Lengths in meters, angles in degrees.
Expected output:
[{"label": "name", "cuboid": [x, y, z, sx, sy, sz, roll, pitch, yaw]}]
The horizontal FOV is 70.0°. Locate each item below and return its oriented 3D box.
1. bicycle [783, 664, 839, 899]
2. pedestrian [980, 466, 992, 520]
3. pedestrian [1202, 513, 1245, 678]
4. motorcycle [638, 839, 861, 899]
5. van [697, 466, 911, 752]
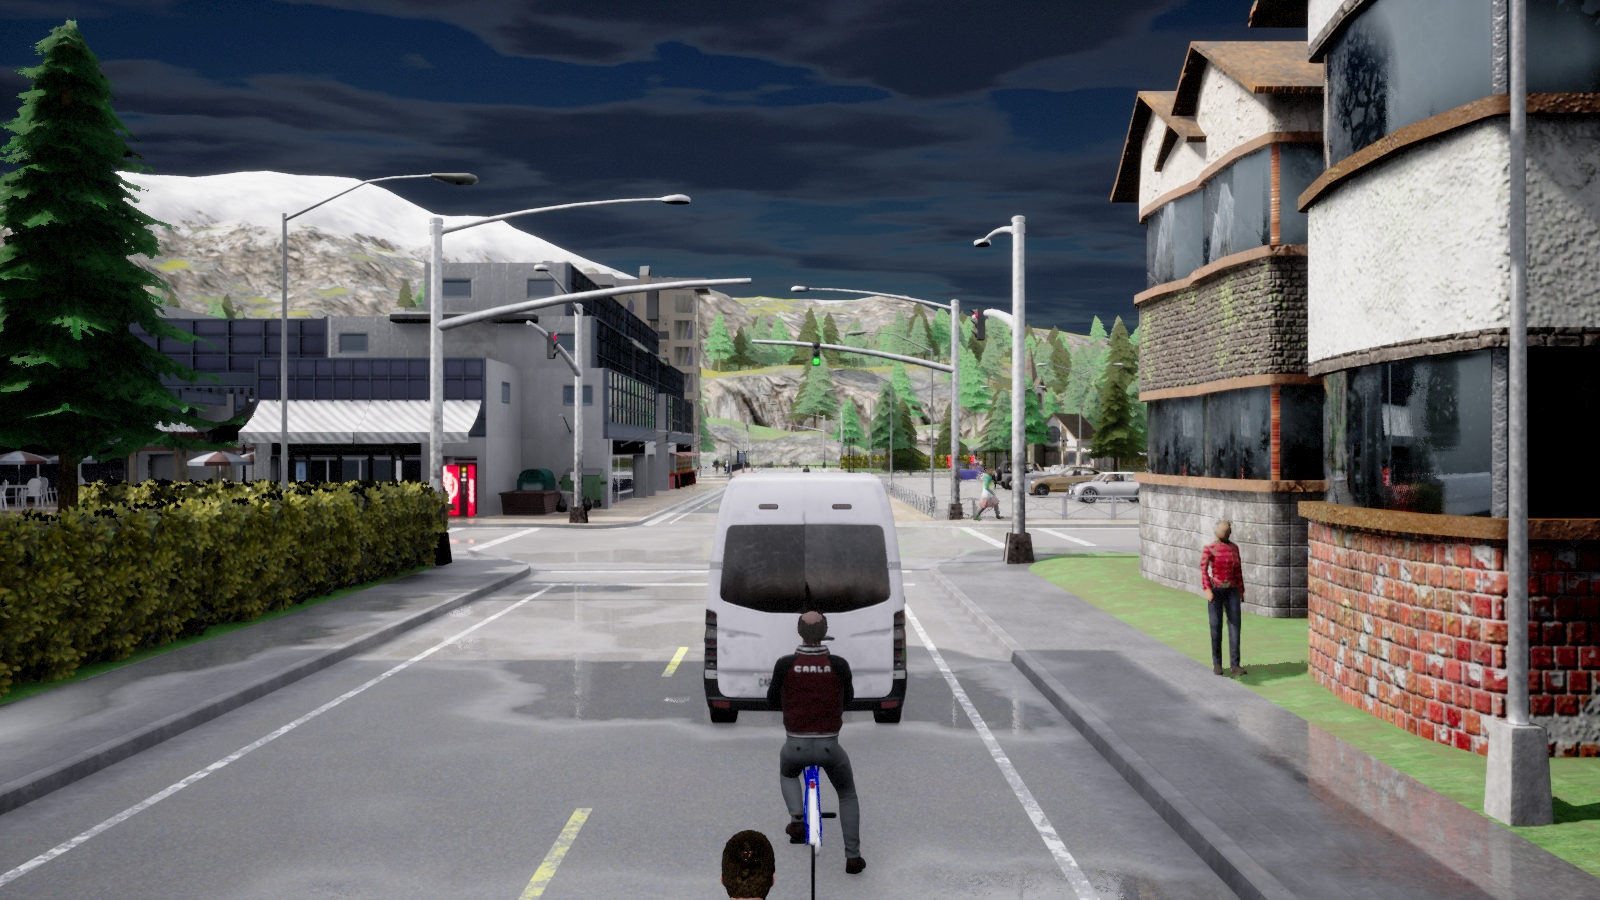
[{"label": "bicycle", "cuboid": [0.065, 2.190, 7.648, 0.329, 1.171, 1.835, 0, 0, 0]}, {"label": "pedestrian", "cuboid": [6.481, 1.500, 39.735, 0.375, 1.860, 0.375, 0, 0, 15]}, {"label": "pedestrian", "cuboid": [4.920, 1.677, 13.285, 0.375, 1.860, 0.375, 0, 0, 5]}, {"label": "motorcycle", "cuboid": [-0.197, 2.193, 3.730, 0.803, 1.145, 2.033, 0, 0, 2]}, {"label": "van", "cuboid": [0.063, 1.515, 13.534, 1.988, 2.561, 5.915, 0, 0, 1]}]
